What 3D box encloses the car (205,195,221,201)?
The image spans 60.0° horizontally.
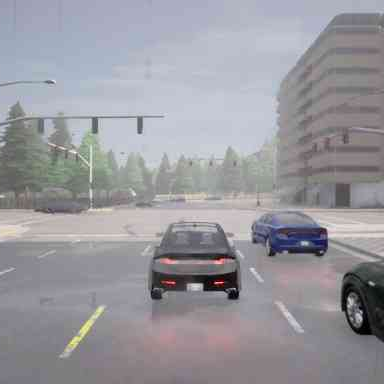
[{"bbox_3d":[5.241,1.522,81.812,1.812,1.442,4.674,0,0,42],"label":"car"}]

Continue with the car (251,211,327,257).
[{"bbox_3d":[3.586,1.478,13.028,1.882,1.535,5.008,0,0,0],"label":"car"}]

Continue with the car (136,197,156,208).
[{"bbox_3d":[-6.888,1.563,48.582,1.994,1.385,4.181,0,0,3],"label":"car"}]

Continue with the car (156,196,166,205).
[{"bbox_3d":[-5.936,1.525,59.632,1.812,1.442,4.674,0,0,11],"label":"car"}]

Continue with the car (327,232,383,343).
[{"bbox_3d":[3.600,1.352,3.877,2.097,1.767,4.553,0,0,0],"label":"car"}]

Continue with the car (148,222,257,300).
[{"bbox_3d":[0.067,1.492,8.383,2.128,1.511,4.902,0,0,0],"label":"car"}]

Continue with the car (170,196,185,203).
[{"bbox_3d":[-2.918,1.524,69.831,1.812,1.442,4.674,0,0,23],"label":"car"}]

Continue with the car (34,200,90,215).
[{"bbox_3d":[-13.587,1.603,35.035,5.357,1.411,2.033,0,0,-8],"label":"car"}]
